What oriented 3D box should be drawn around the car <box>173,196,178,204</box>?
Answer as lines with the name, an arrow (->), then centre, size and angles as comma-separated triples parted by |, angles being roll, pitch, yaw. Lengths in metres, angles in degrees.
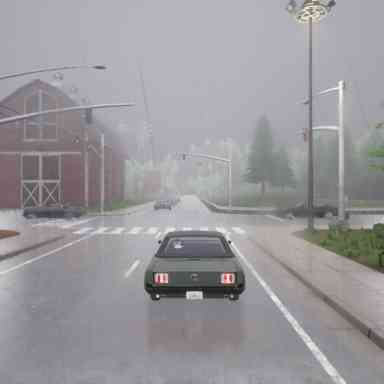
car -> -3.593, 1.505, 52.134 | 1.837, 1.490, 4.892 | 0, 0, 0

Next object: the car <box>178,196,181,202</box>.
car -> -3.563, 1.505, 62.206 | 1.837, 1.490, 4.892 | 0, 0, 0

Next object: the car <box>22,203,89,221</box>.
car -> -10.886, 1.573, 26.621 | 4.718, 1.301, 1.895 | 0, 0, -1

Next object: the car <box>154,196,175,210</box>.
car -> -3.599, 1.564, 42.112 | 1.994, 1.385, 4.181 | 0, 0, 0

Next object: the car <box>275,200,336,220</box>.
car -> 9.284, 1.451, 26.986 | 5.008, 1.535, 1.882 | 0, 0, -1

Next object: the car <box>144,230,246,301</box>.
car -> 0.066, 1.601, 8.300 | 1.895, 1.301, 4.718 | 0, 0, 0

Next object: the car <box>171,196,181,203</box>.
car -> -3.501, 1.590, 72.514 | 1.895, 1.301, 4.718 | 0, 0, 0
